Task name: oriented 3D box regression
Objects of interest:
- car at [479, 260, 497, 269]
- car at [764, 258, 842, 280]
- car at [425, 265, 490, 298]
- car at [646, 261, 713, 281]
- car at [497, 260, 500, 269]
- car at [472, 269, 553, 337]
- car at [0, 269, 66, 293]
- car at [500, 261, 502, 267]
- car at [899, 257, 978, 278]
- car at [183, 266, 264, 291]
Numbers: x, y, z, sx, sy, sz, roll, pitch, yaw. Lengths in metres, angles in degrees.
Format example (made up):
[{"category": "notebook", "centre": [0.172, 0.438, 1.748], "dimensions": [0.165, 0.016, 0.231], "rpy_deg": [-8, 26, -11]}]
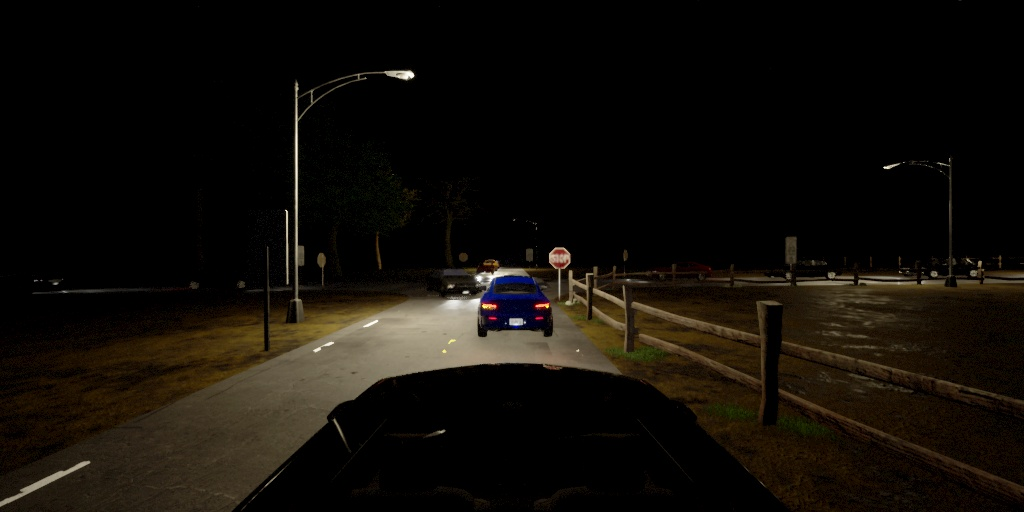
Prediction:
[{"category": "car", "centre": [-2.900, 1.380, 39.719], "dimensions": [1.895, 1.301, 4.718], "rpy_deg": [0, 0, -2]}, {"category": "car", "centre": [21.761, 0.954, 26.963], "dimensions": [5.008, 1.535, 1.882], "rpy_deg": [-1, 1, 1]}, {"category": "car", "centre": [-3.260, 1.302, 19.094], "dimensions": [2.033, 1.411, 5.357], "rpy_deg": [0, 0, -26]}, {"category": "car", "centre": [12.552, 1.110, 27.029], "dimensions": [4.674, 1.442, 1.812], "rpy_deg": [-1, 1, 2]}, {"category": "car", "centre": [-2.955, 1.279, 49.075], "dimensions": [1.882, 1.535, 5.008], "rpy_deg": [0, 0, 0]}, {"category": "car", "centre": [0.053, 1.277, 10.158], "dimensions": [1.812, 1.442, 4.674], "rpy_deg": [0, 0, -1]}, {"category": "car", "centre": [-33.239, 1.628, 24.191], "dimensions": [4.902, 1.511, 2.128], "rpy_deg": [-1, 1, 0]}, {"category": "car", "centre": [-2.934, 1.385, 58.904], "dimensions": [2.033, 1.411, 5.357], "rpy_deg": [0, 0, 1]}, {"category": "car", "centre": [32.116, 0.859, 26.922], "dimensions": [4.892, 1.490, 1.837], "rpy_deg": [-1, 1, 0]}, {"category": "car", "centre": [-19.154, 1.456, 24.146], "dimensions": [5.008, 1.535, 1.882], "rpy_deg": [-1, 1, 0]}]
